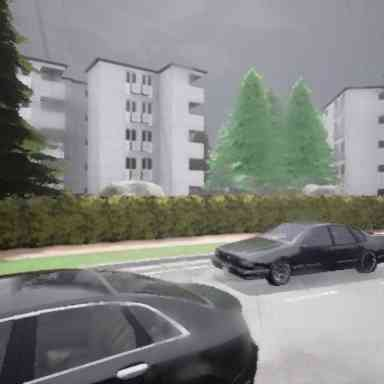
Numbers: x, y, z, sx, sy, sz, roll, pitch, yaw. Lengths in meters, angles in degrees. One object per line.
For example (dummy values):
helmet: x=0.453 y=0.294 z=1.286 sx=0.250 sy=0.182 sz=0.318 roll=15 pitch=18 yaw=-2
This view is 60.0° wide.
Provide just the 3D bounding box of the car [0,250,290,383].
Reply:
car: x=-1.662 y=1.500 z=2.598 sx=4.892 sy=1.490 sz=1.837 roll=0 pitch=-1 yaw=-32

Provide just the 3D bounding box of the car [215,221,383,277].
car: x=3.270 y=1.551 z=9.373 sx=5.357 sy=1.411 sz=2.033 roll=0 pitch=0 yaw=-24
